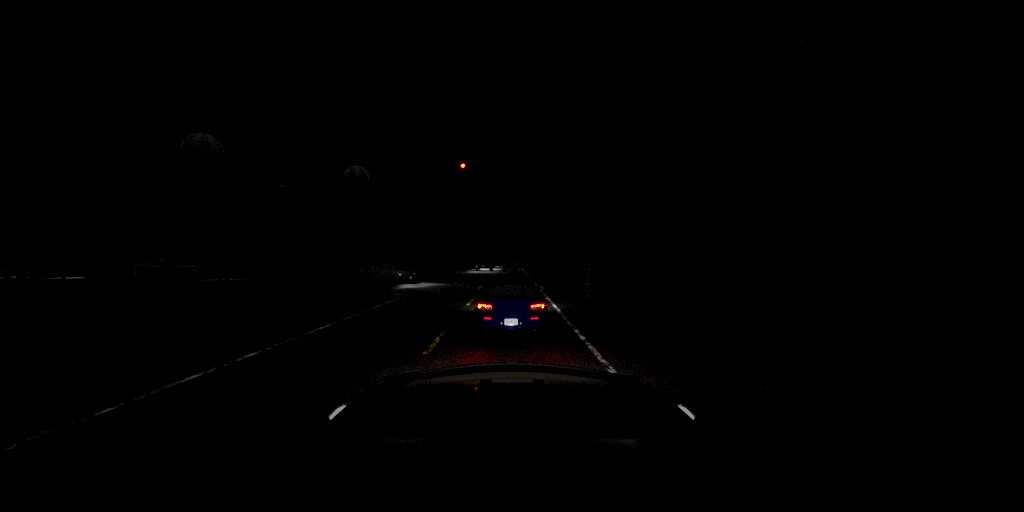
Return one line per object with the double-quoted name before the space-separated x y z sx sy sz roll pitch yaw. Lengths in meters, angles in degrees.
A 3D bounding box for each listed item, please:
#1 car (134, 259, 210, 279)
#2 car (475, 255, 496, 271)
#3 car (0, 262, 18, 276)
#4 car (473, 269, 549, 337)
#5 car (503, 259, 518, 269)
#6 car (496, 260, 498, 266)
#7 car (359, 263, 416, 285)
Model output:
"car" -26.793 0.991 28.354 5.008 1.535 1.882 0 0 -1
"car" -3.787 0.934 49.824 2.150 2.045 5.566 0 0 0
"car" -42.200 0.859 28.217 4.902 1.511 2.128 0 0 0
"car" -0.029 1.274 10.129 1.812 1.442 4.674 0 0 0
"car" -0.170 1.278 48.994 1.994 1.385 4.181 0 0 1
"car" -3.808 1.299 59.597 1.895 1.301 4.718 0 0 0
"car" -9.139 1.223 26.148 4.674 1.442 1.812 1 0 28
